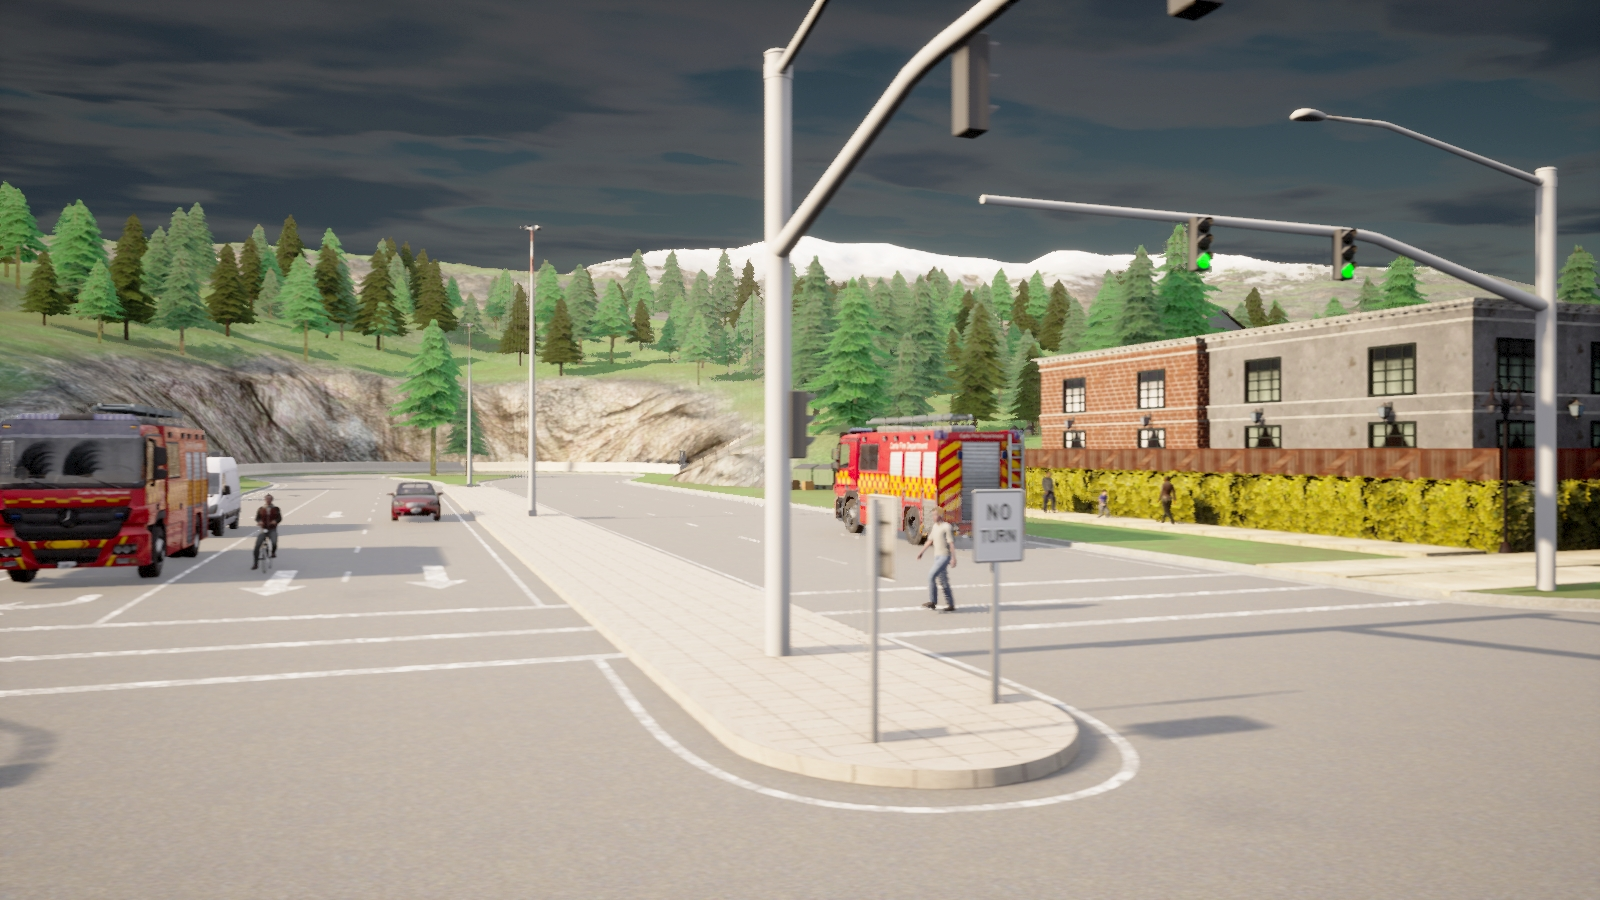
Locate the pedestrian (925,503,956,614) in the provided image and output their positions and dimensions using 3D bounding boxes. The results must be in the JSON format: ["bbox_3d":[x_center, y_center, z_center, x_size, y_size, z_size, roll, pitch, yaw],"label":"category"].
[{"bbox_3d":[2.408,1.849,19.593,0.375,1.860,0.375,0,0,-23],"label":"pedestrian"}]

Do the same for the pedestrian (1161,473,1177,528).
[{"bbox_3d":[12.438,1.697,38.521,0.375,1.860,0.375,0,0,-15],"label":"pedestrian"}]

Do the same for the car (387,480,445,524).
[{"bbox_3d":[-15.473,2.047,45.967,2.128,1.511,4.902,0,0,-19],"label":"car"}]

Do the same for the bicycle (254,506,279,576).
[{"bbox_3d":[-12.284,2.060,26.313,0.329,1.471,1.835,0,0,-19],"label":"bicycle"}]

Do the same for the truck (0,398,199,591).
[{"bbox_3d":[-16.441,0.891,26.875,2.891,3.827,8.468,0,0,-19],"label":"truck"}]

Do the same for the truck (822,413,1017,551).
[{"bbox_3d":[3.485,0.891,36.280,2.891,3.827,8.468,0,0,-19],"label":"truck"}]

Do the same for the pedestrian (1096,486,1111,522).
[{"bbox_3d":[11.116,1.978,41.856,0.375,1.300,0.375,0,0,-24],"label":"pedestrian"}]

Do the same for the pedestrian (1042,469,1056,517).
[{"bbox_3d":[9.850,1.697,45.184,0.375,1.860,0.375,0,0,-20],"label":"pedestrian"}]

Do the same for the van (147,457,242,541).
[{"bbox_3d":[-20.300,1.534,38.556,1.988,2.561,5.915,0,0,-19],"label":"van"}]
